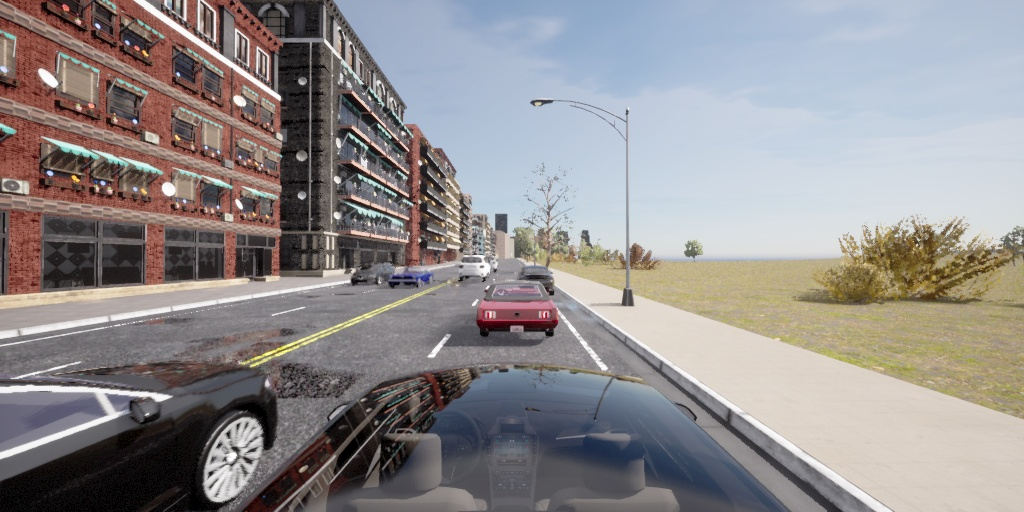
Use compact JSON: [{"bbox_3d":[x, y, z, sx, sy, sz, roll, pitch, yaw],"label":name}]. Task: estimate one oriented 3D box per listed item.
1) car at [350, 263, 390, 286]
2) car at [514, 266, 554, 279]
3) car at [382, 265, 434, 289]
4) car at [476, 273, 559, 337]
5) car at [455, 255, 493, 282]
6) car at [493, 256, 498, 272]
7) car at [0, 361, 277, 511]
[{"bbox_3d":[-9.758,1.257,25.579,1.837,1.490,4.892,0,0,0],"label":"car"},{"bbox_3d":[1.205,1.257,19.478,1.837,1.490,4.892,0,0,0],"label":"car"},{"bbox_3d":[-6.516,1.353,23.445,1.895,1.301,4.718,0,0,0],"label":"car"},{"bbox_3d":[0.131,1.352,10.277,1.895,1.301,4.718,0,0,0],"label":"car"},{"bbox_3d":[-3.043,0.973,29.652,2.150,2.045,5.566,0,0,0],"label":"car"},{"bbox_3d":[-2.972,0.974,45.219,2.150,2.045,5.566,0,0,0],"label":"car"},{"bbox_3d":[-3.154,1.240,1.442,2.128,1.511,4.902,0,0,0],"label":"car"}]
